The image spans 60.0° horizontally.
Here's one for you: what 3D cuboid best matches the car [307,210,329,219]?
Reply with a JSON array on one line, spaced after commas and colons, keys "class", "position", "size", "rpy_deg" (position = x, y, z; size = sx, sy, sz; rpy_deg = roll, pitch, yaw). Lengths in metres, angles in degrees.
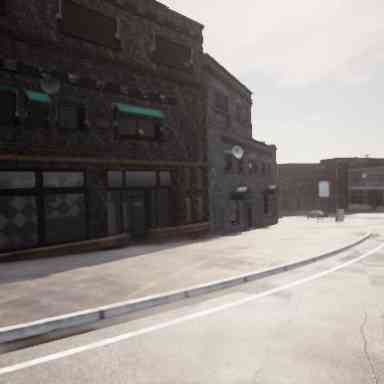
[{"class": "car", "position": [21.227, 3.801, 56.228], "size": [1.882, 1.535, 5.008], "rpy_deg": [-1, -4, -6]}]
